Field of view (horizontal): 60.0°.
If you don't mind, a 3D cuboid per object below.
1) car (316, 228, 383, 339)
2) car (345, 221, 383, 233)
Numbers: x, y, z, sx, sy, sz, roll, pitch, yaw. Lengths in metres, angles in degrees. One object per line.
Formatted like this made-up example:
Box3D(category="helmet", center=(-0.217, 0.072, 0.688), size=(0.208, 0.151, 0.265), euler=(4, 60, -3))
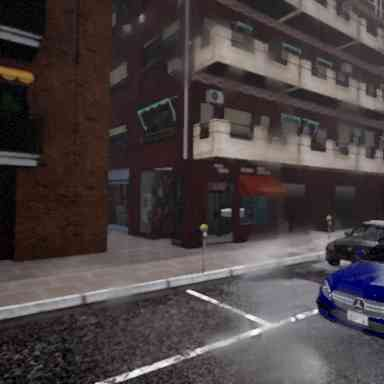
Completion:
Box3D(category="car", center=(4.263, 1.547, 6.111), size=(4.674, 1.442, 1.812), euler=(0, 0, -36))
Box3D(category="car", center=(6.004, 1.599, 10.380), size=(4.313, 1.339, 1.947), euler=(0, 1, -35))
